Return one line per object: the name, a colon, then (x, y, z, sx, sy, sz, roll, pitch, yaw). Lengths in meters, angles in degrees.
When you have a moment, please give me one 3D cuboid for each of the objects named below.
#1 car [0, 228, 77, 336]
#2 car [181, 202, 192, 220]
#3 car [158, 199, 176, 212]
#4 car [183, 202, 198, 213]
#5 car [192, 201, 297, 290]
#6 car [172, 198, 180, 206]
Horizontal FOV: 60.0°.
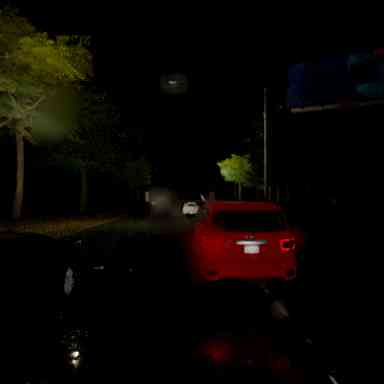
car: (-3.622, 1.495, 5.816, 1.882, 1.535, 5.008, 0, 0, 0)
car: (-0.068, 1.902, 36.329, 1.812, 1.442, 4.674, 0, -1, 0)
car: (-3.781, 2.115, 48.082, 2.033, 1.411, 5.357, 0, -1, 0)
car: (-0.159, 2.097, 45.989, 1.994, 1.385, 4.181, 0, -1, 1)
car: (1.189, 1.261, 9.354, 2.150, 2.045, 5.566, 0, 0, 0)
car: (-3.786, 2.102, 74.572, 2.097, 1.767, 4.553, 0, 1, 0)
